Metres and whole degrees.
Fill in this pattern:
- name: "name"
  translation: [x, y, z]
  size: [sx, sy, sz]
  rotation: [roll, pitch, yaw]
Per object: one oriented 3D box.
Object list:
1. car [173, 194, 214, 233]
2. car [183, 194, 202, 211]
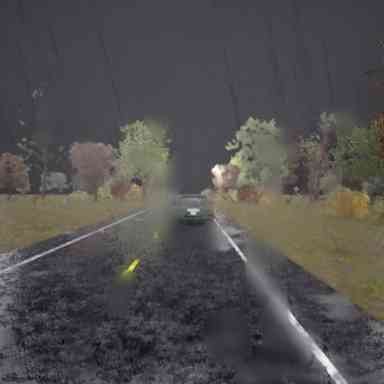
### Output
- name: "car"
  translation: [0.077, 1.139, 19.354]
  size: [2.150, 2.045, 5.566]
  rotation: [0, 0, 0]
- name: "car"
  translation: [0.052, 1.187, 39.204]
  size: [2.097, 1.767, 4.553]
  rotation: [0, 0, 0]
